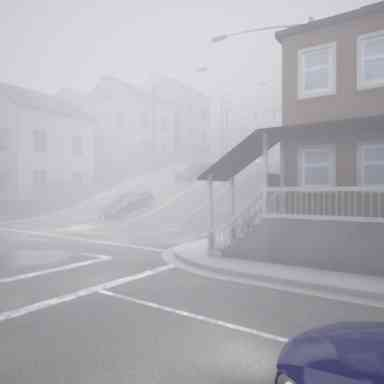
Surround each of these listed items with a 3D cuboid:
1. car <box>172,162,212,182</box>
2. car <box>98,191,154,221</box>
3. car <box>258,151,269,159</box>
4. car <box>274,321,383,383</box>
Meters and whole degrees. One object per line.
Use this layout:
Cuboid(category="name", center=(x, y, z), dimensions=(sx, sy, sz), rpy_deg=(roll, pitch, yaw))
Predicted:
Cuboid(category="car", center=(0.055, -2.054, 32.450), dimensions=(1.895, 1.301, 4.718), rpy_deg=(0, 18, 35))
Cuboid(category="car", center=(-4.933, 0.890, 25.155), dimensions=(2.128, 1.511, 4.902), rpy_deg=(0, 15, 35))
Cuboid(category="car", center=(8.804, -5.260, 44.755), dimensions=(1.812, 1.442, 4.674), rpy_deg=(0, 8, 36))
Cuboid(category="car", center=(2.812, 1.526, 1.958), dimensions=(4.674, 1.442, 1.812), rpy_deg=(0, 0, 36))
